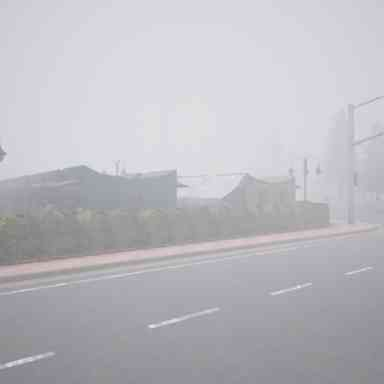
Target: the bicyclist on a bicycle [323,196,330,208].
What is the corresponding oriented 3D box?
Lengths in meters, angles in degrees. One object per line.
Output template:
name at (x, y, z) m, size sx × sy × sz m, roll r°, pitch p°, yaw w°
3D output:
bicyclist on a bicycle at (17.953, 1.301, 44.314) m, size 1.656 × 1.620 × 0.582 m, roll 0°, pitch 0°, yaw -37°
